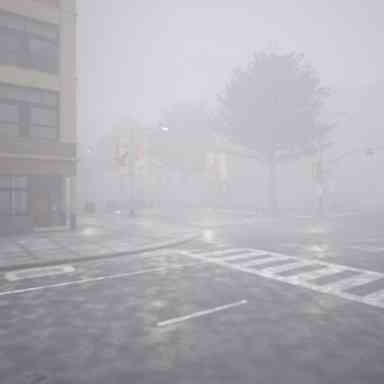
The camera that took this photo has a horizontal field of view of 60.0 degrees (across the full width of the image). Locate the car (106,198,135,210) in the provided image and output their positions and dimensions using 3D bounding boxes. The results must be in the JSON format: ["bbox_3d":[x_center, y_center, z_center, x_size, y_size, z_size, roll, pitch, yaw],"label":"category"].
[{"bbox_3d":[-9.353,1.504,41.977,1.812,1.442,4.674,0,0,-36],"label":"car"}]

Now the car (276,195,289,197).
[{"bbox_3d":[18.377,1.250,69.368,2.002,1.452,4.674,0,0,-36],"label":"car"}]

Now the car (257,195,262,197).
[{"bbox_3d":[17.523,1.383,83.299,1.895,1.301,4.718,0,0,-36],"label":"car"}]

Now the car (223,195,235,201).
[{"bbox_3d":[7.885,1.348,76.828,2.161,1.482,4.786,0,0,-36],"label":"car"}]

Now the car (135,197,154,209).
[{"bbox_3d":[-6.909,1.466,44.576,2.128,1.511,4.902,0,0,-36],"label":"car"}]
